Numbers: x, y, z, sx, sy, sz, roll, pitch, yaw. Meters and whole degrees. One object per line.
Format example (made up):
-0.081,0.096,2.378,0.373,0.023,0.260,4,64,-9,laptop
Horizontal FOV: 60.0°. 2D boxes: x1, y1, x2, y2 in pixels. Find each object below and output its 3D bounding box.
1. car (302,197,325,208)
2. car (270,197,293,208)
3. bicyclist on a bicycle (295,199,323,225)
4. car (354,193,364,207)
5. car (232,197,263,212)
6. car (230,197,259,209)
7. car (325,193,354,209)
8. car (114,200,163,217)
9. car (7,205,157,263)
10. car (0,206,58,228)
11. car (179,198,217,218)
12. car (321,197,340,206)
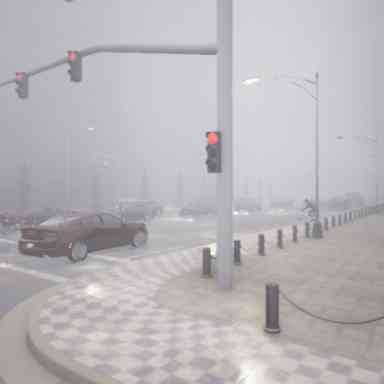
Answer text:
16.698,1.482,45.996,1.812,1.442,4.674,0,0,36,car
12.511,1.437,46.424,1.882,1.535,5.008,0,0,36,car
7.120,1.251,20.291,1.656,1.620,0.582,0,0,36,bicyclist on a bicycle
25.331,1.176,52.024,2.150,2.045,5.566,0,0,37,car
6.479,1.523,38.151,1.994,1.385,4.181,0,0,36,car
7.205,1.466,45.104,1.837,1.490,4.892,0,0,36,car
19.555,1.306,43.974,2.097,1.767,4.553,0,0,36,car
-4.584,1.449,22.844,2.128,1.511,4.902,0,0,36,car
-3.610,1.430,12.045,1.882,1.535,5.008,-1,-1,29,car
-9.960,1.561,21.401,1.895,1.301,4.718,0,0,36,car
0.636,1.522,30.070,1.994,1.385,4.181,0,0,36,car
22.730,1.558,54.392,1.895,1.301,4.718,0,0,35,car
